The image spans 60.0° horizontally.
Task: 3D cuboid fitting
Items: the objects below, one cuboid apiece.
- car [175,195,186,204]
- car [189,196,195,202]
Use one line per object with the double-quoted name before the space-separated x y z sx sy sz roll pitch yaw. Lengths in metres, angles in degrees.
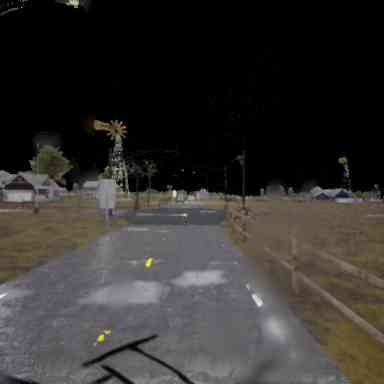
"car" -2.757 1.881 73.625 2.033 1.411 5.357 0 0 0
"car" -0.005 2.001 87.834 2.033 1.411 5.357 0 -1 0
